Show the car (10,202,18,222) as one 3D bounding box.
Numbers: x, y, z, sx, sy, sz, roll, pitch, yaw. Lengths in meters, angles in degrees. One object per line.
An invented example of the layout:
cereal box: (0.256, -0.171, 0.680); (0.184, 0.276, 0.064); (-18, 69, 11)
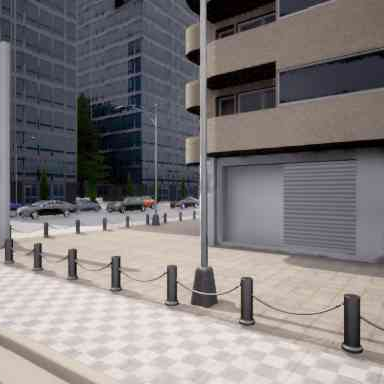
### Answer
car: (-13.731, 1.436, 20.204); (2.128, 1.511, 4.902); (0, 0, 36)

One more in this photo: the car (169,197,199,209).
car: (-0.977, 1.449, 44.198); (1.837, 1.490, 4.892); (0, 0, 36)

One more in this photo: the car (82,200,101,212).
car: (-11.722, 1.508, 35.292); (1.994, 1.385, 4.181); (0, 0, 36)

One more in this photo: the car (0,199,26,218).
car: (-16.990, 1.422, 28.008); (1.882, 1.535, 5.008); (0, 0, 36)

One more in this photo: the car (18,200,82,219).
car: (-12.387, 1.436, 28.395); (2.128, 1.511, 4.902); (0, 0, 36)

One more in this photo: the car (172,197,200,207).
car: (-0.818, 1.470, 50.374); (1.812, 1.442, 4.674); (0, 0, 36)

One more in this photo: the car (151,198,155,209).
car: (-6.781, 1.297, 42.142); (2.097, 1.767, 4.553); (0, 0, 36)

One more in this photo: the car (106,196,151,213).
car: (-7.047, 1.297, 35.798); (2.097, 1.767, 4.553); (0, 0, 36)
